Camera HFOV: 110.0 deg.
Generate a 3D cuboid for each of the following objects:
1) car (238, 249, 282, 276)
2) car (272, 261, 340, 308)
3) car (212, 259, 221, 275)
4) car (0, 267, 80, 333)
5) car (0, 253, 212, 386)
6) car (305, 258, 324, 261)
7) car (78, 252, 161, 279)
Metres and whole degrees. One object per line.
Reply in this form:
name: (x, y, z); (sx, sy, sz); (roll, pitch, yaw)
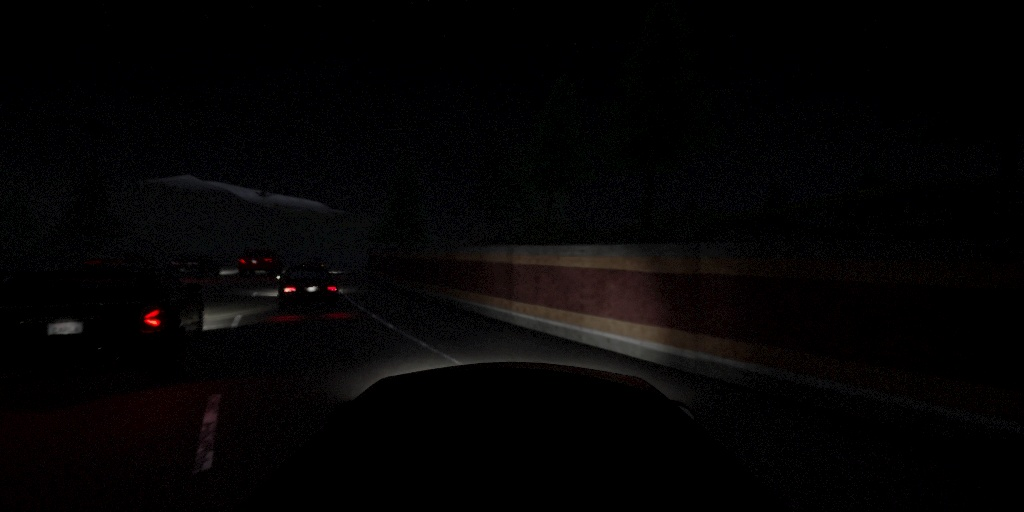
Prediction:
car: (-19.710, 0.468, 28.311); (2.150, 2.045, 5.566); (2, 0, -25)
car: (-7.915, 1.099, 13.865); (2.033, 1.411, 5.357); (2, 0, -33)
car: (-21.996, 0.661, 25.002); (2.128, 1.511, 4.902); (2, 0, -26)
car: (-12.707, 0.995, 8.457); (1.895, 1.301, 4.718); (2, 0, -34)
car: (-6.943, 0.910, 6.299); (2.097, 1.767, 4.553); (2, 0, -36)
car: (-17.058, 0.858, 30.950); (1.812, 1.442, 4.674); (2, 0, -24)
car: (-24.956, 0.554, 23.094); (1.882, 1.535, 5.008); (2, 0, -26)
